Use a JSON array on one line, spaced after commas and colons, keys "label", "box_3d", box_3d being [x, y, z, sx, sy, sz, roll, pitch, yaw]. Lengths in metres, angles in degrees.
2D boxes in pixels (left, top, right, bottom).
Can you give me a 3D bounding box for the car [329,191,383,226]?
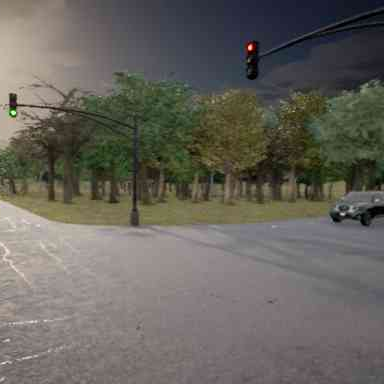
[{"label": "car", "box_3d": [11.242, 0.956, 21.638, 5.566, 2.045, 2.150, -1, 3, -37]}]
